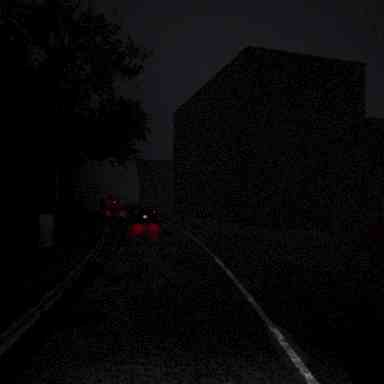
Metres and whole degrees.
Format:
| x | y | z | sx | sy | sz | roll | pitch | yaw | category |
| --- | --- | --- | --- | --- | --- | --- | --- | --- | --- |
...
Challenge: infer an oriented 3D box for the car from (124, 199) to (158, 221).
| x | y | z | sx | sy | sz | roll | pitch | yaw | category |
| --- | --- | --- | --- | --- | --- | --- | --- | --- | --- |
| -3.970 | 1.474 | 25.796 | 1.895 | 1.301 | 4.718 | 0 | 0 | -17 | car |

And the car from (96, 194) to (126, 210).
| x | y | z | sx | sy | sz | roll | pitch | yaw | category |
| --- | --- | --- | --- | --- | --- | --- | --- | --- | --- |
| -9.939 | 1.178 | 40.682 | 2.097 | 1.767 | 4.553 | 0 | 0 | -26 | car |
